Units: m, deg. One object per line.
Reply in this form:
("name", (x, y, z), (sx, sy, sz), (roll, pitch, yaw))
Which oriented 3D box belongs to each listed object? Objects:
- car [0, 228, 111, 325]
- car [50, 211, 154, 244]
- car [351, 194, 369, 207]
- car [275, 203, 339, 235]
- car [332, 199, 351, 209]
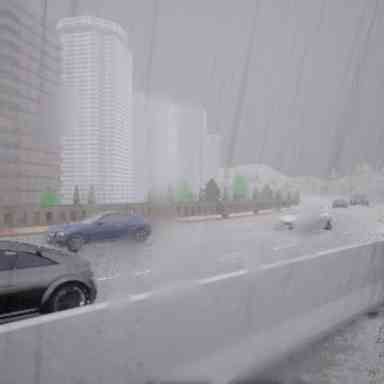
("car", (-3.821, 1.588, 5.734), (4.181, 1.385, 1.994), (0, 0, -36))
("car", (-3.833, 1.578, 14.484), (4.674, 1.442, 1.812), (0, 0, -40))
("car", (27.709, 1.357, 55.077), (2.150, 2.045, 5.566), (0, 0, 18))
("car", (6.621, 1.579, 19.399), (1.812, 1.442, 4.674), (0, 0, 43))
("car", (21.044, 1.667, 47.231), (2.033, 1.411, 5.357), (0, 0, 24))
